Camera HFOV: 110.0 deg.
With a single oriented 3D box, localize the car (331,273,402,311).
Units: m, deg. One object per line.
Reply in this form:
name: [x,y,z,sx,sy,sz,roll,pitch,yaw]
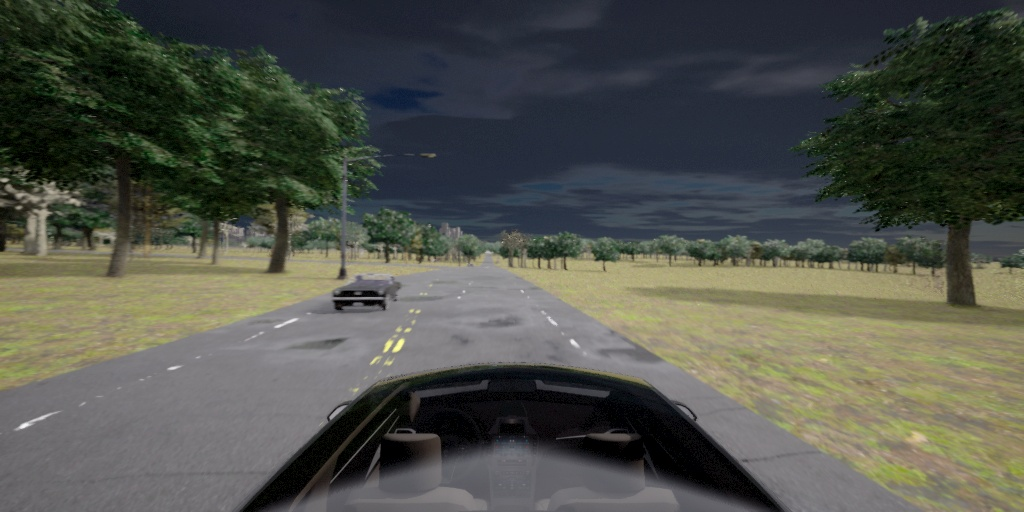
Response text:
car: [-5.689,1.364,14.522,1.895,1.301,4.718,1,0,-10]
